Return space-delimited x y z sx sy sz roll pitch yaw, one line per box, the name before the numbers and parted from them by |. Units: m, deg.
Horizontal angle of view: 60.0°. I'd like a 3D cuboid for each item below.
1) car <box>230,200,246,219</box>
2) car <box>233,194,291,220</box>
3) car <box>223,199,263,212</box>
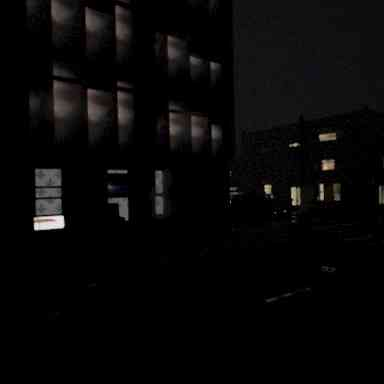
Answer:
car | 2.163 1.653 28.862 1.947 1.339 4.313 -3 1 -37
car | 5.730 1.200 28.618 2.150 2.045 5.566 -2 1 -37
car | 5.803 1.508 38.449 2.008 1.369 4.403 -3 1 -37
